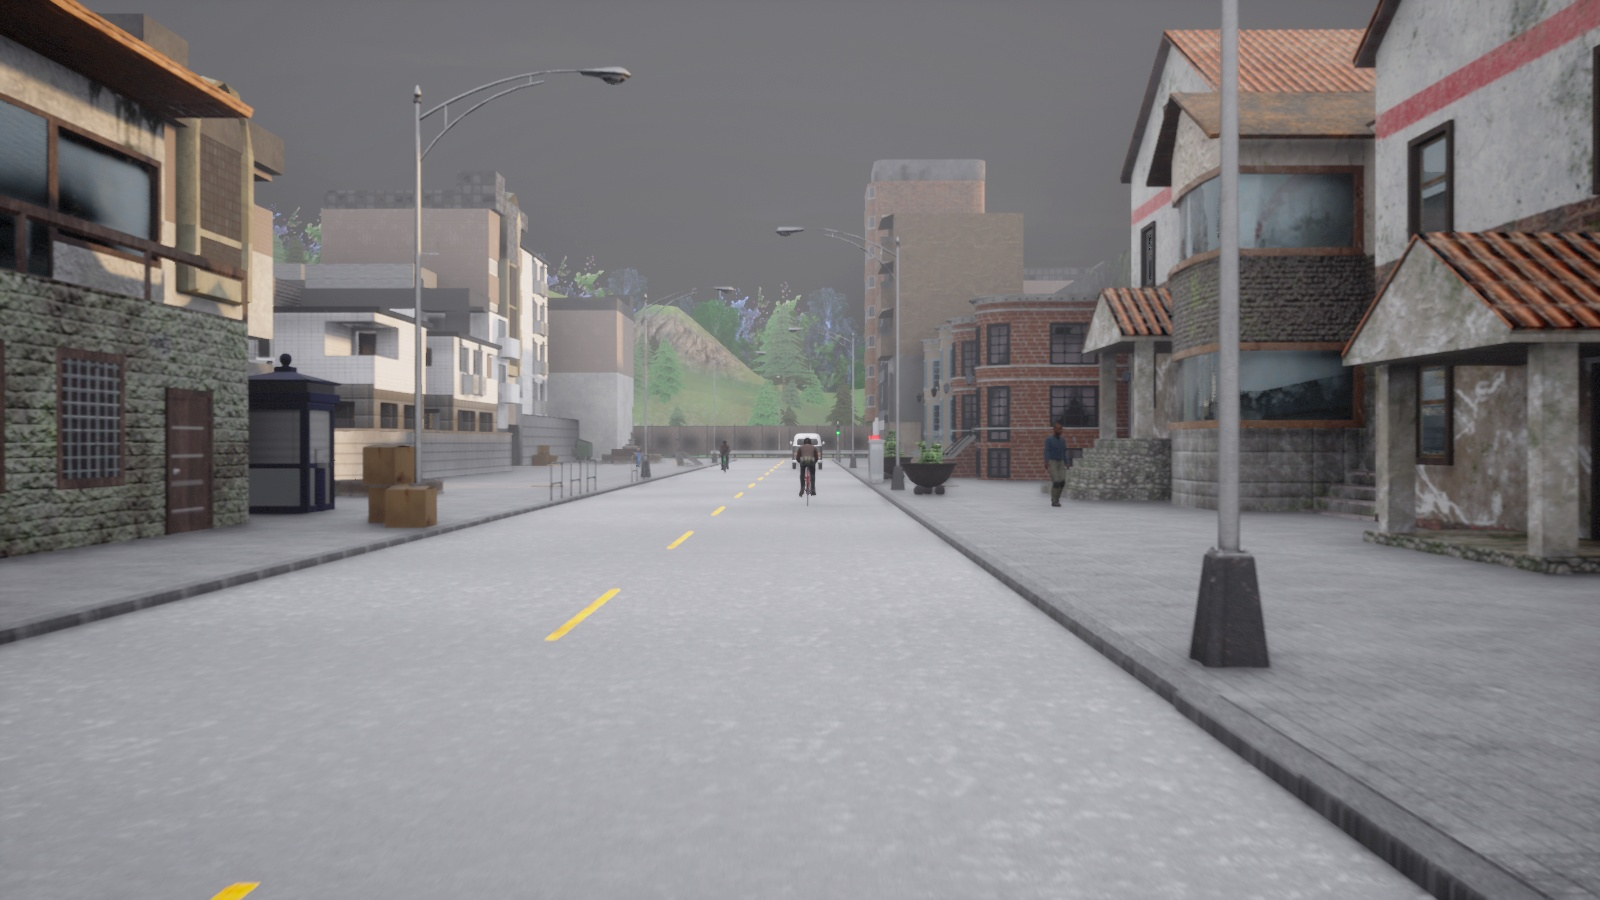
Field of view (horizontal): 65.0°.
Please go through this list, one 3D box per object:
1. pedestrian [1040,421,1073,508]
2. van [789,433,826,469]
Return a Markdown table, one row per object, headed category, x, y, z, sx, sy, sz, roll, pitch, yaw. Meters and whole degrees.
| category | x | y | z | sx | sy | sz | roll | pitch | yaw |
| --- | --- | --- | --- | --- | --- | --- | --- | --- | --- |
| pedestrian | 5.496 | 0.308 | 26.921 | 0.370 | 1.835 | 0.726 | 0 | 0 | -20 |
| van | 0.429 | 0.059 | 73.023 | 2.069 | 2.038 | 4.480 | 0 | 0 | 0 |
